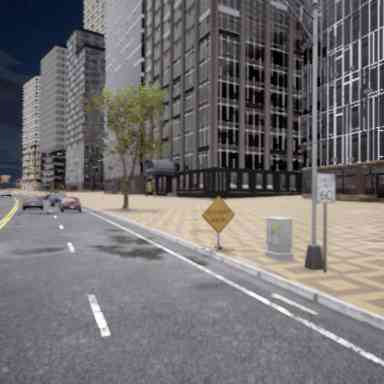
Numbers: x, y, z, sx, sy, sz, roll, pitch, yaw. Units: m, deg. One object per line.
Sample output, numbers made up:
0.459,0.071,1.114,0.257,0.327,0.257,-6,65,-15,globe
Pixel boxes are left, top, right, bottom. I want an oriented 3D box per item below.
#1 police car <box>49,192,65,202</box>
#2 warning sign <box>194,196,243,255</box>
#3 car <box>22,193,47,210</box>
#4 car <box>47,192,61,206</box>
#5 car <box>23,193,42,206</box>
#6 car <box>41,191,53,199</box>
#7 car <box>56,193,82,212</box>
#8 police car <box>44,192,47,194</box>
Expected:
-22.796,0.816,56.069,1.930,1.638,5.238,1,0,-28,police car
0.895,1.058,11.293,1.300,1.860,1.060,0,0,-24,warning sign
-16.612,1.128,34.832,1.994,1.385,4.181,1,0,-26,car
-17.297,0.869,43.381,2.097,1.767,4.553,1,0,-26,car
-21.237,0.949,44.088,2.128,1.511,4.902,1,0,-27,car
-30.609,0.684,70.295,1.801,1.575,5.366,1,0,-29,car
-11.902,1.169,32.490,1.812,1.442,4.674,1,0,-25,car
-27.612,0.714,64.939,1.930,1.638,5.238,1,0,-29,police car
